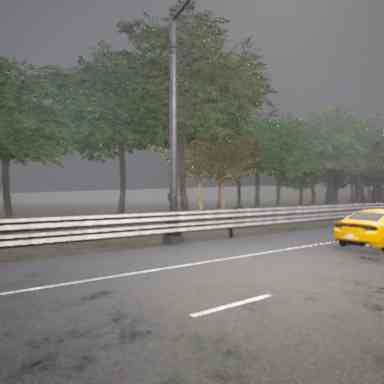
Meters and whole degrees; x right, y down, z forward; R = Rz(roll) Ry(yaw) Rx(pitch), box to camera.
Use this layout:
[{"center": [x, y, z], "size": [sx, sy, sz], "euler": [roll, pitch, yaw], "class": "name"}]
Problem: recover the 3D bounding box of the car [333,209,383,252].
[{"center": [7.896, 1.458, 13.732], "size": [5.008, 1.535, 1.882], "euler": [0, 0, -35], "class": "car"}]
